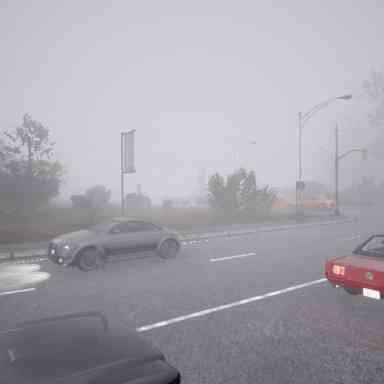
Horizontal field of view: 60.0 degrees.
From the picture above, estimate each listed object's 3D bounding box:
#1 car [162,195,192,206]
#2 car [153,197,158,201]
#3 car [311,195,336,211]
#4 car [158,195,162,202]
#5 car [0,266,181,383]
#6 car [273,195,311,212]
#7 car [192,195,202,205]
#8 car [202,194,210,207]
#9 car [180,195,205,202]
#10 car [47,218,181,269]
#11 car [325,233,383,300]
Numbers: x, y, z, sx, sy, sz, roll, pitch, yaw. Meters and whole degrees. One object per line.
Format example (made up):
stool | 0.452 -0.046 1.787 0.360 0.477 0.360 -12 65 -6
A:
car | -2.340 1.373 51.697 1.994 1.385 4.181 -1 0 -39
car | -6.677 1.326 74.030 1.895 1.301 4.718 -1 0 -38
car | 13.779 1.122 37.252 2.097 1.767 4.553 -1 0 -39
car | -3.501 1.384 58.756 1.895 1.301 4.718 -1 0 -38
car | -2.339 1.601 2.067 4.718 1.301 1.895 0 0 -36
car | 9.941 1.278 36.437 1.882 1.535 5.008 -1 0 -39
car | 2.685 1.131 51.037 2.097 1.767 4.553 -1 0 -39
car | 3.972 1.282 43.847 1.882 1.535 5.008 -1 0 -39
car | 0.058 1.273 65.764 2.033 1.411 5.357 -1 0 -38
car | -2.426 1.555 10.867 4.181 1.385 1.994 0 0 -36
car | 5.107 1.570 7.407 4.718 1.301 1.895 0 0 -36
